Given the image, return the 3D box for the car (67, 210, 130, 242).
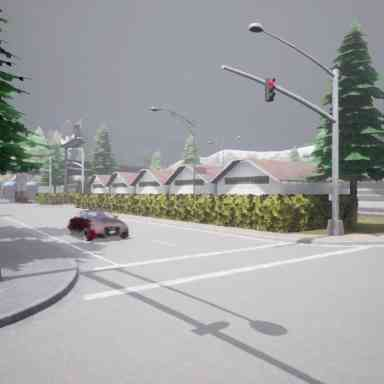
[{"bbox_3d":[-4.762,1.600,16.607,1.994,1.385,4.181,0,1,-36],"label":"car"}]
